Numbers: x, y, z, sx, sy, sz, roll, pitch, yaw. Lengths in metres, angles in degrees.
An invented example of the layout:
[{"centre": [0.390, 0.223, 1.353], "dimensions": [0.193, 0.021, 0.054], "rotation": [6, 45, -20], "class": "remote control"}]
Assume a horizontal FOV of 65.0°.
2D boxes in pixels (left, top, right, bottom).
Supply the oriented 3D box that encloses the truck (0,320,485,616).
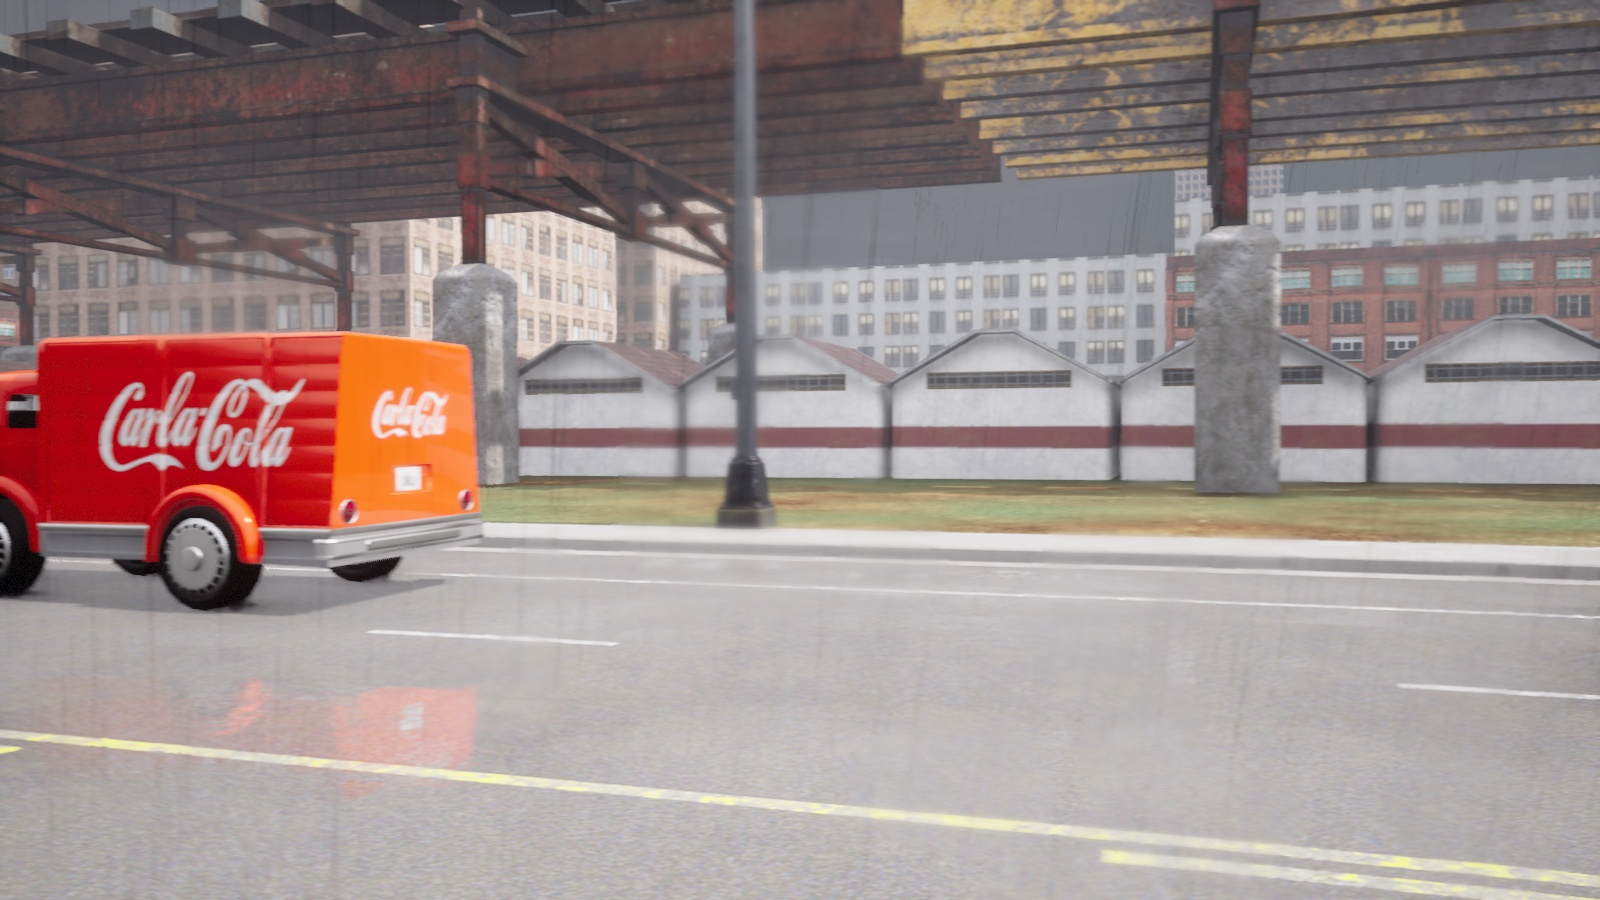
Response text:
[{"centre": [-6.122, 0.110, 12.479], "dimensions": [5.204, 2.467, 2.627], "rotation": [1, 1, 17], "class": "truck"}]
